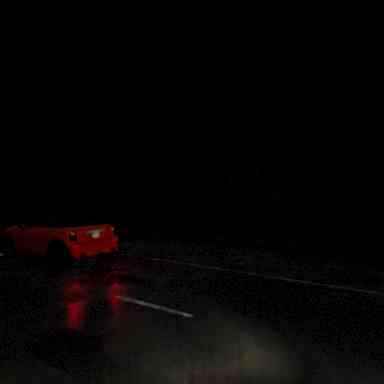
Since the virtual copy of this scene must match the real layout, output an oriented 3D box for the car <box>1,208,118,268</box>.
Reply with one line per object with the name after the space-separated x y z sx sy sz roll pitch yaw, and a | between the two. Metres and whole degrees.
-4.748 1.418 11.682 4.553 1.767 2.097 -2 -1 36 | car
